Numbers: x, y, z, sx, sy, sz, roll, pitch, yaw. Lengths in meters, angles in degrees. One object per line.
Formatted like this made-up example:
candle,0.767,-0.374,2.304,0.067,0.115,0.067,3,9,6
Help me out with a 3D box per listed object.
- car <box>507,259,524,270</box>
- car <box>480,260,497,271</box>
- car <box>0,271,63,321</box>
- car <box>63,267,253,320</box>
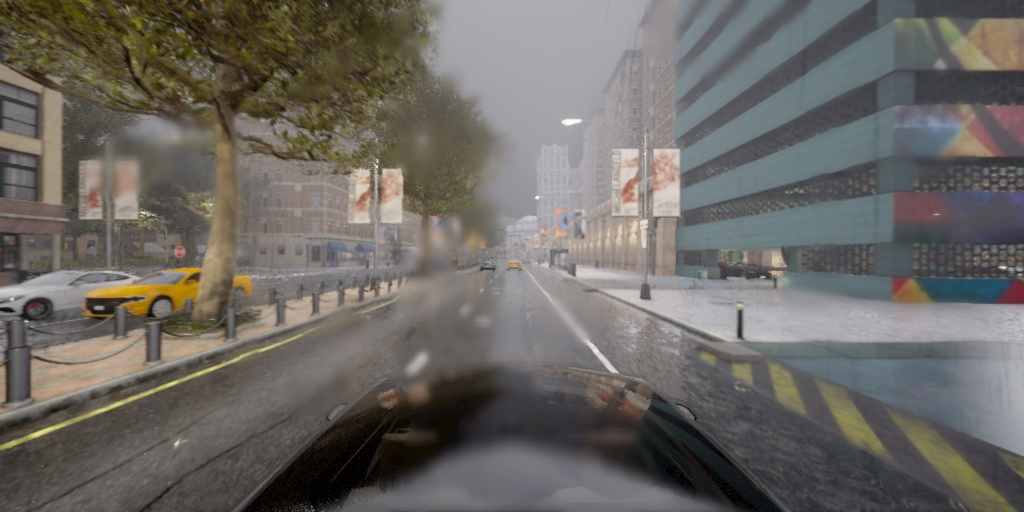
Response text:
car,0.356,1.211,50.694,1.882,1.535,5.008,0,0,0
car,-3.159,1.283,48.259,1.994,1.385,4.181,0,0,0
car,-15.023,1.206,12.304,1.812,1.442,4.674,0,0,1
car,-11.519,1.173,12.520,1.882,1.535,5.008,0,0,1
